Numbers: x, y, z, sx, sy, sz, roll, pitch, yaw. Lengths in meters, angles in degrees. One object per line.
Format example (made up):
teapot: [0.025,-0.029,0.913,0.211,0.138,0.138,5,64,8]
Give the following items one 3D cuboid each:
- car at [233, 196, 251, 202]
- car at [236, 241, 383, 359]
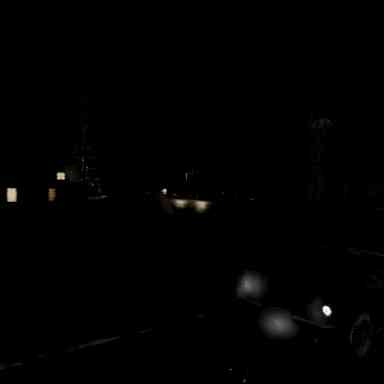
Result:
car: [11.289,1.592,75.137,1.994,1.385,4.181,0,0,-36]
car: [3.092,1.666,6.200,4.718,1.301,1.895,1,0,-36]
